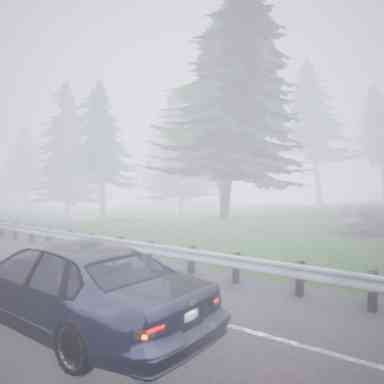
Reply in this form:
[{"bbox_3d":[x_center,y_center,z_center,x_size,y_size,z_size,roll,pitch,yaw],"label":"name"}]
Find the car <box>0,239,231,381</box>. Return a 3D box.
[{"bbox_3d":[-2.021,1.533,5.533,5.357,1.411,2.033,0,0,37],"label":"car"}]
